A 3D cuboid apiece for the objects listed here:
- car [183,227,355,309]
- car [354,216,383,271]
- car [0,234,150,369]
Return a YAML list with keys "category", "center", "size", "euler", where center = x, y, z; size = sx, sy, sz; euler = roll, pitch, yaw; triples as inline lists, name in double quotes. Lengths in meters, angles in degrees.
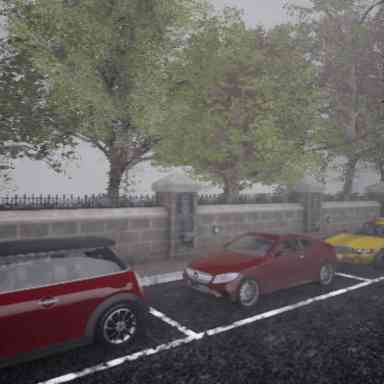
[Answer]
- category: "car"
  center: [1.766, 1.577, 7.821]
  size: [4.206, 1.307, 1.802]
  euler: [0, 0, -36]
- category: "car"
  center: [6.135, 1.516, 10.940]
  size: [4.829, 1.417, 1.752]
  euler: [0, 0, -36]
- category: "car"
  center: [-2.742, 1.440, 4.602]
  size: [4.097, 1.590, 1.967]
  euler: [0, 0, -36]
